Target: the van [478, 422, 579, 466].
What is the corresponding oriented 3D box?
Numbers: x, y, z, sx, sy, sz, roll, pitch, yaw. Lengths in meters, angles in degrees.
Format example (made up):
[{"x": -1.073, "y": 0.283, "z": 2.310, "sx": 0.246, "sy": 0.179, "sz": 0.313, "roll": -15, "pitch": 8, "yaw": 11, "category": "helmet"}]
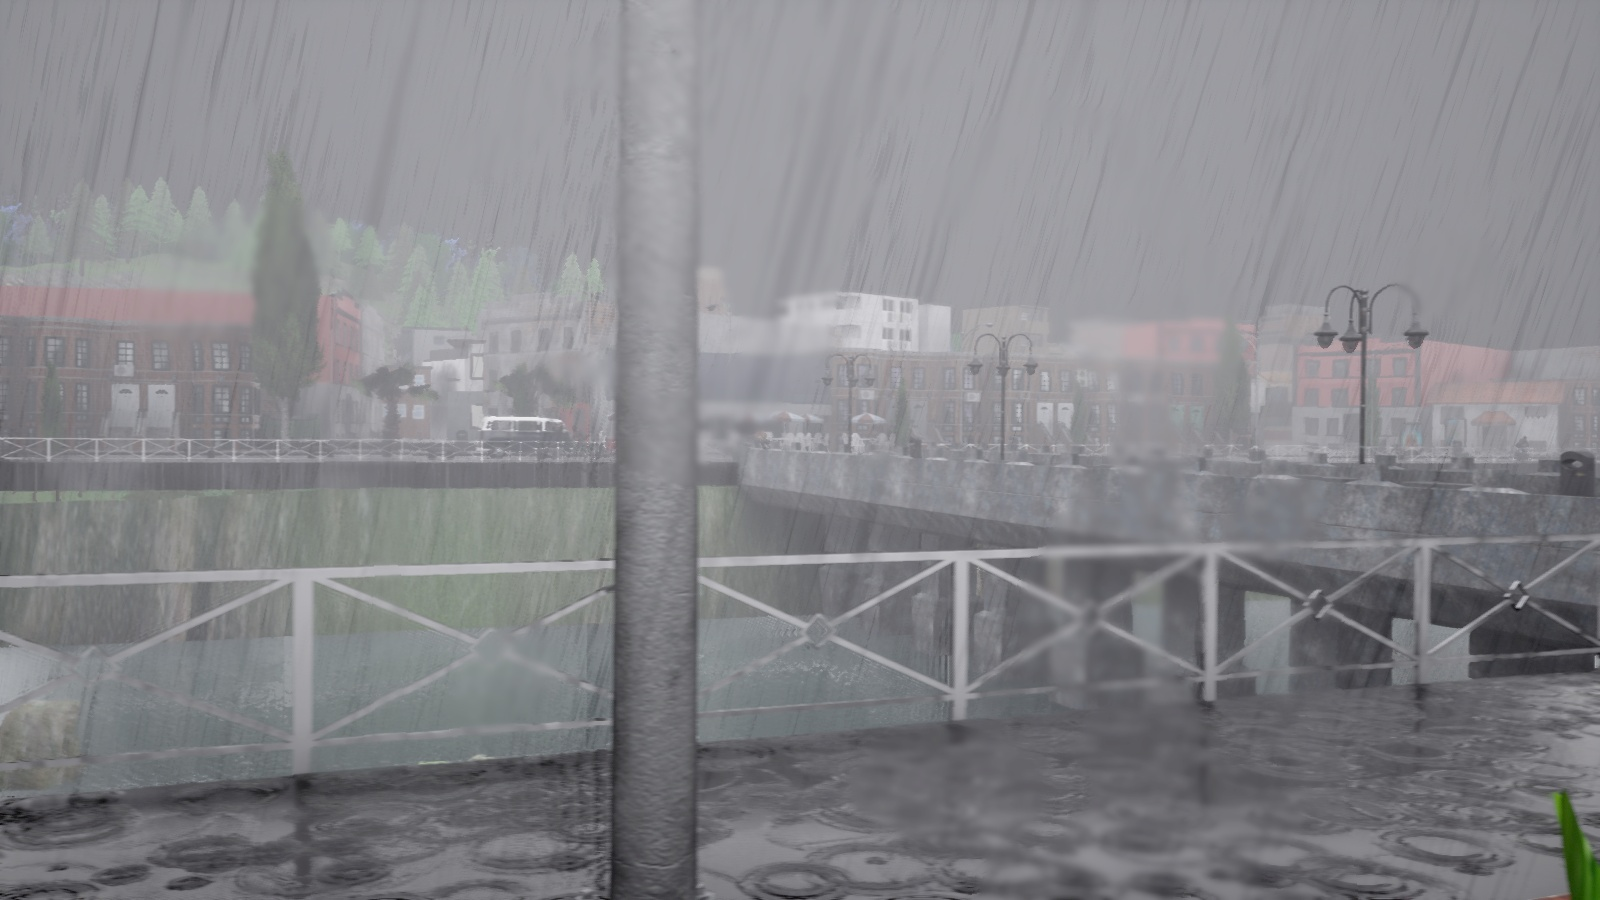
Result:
[{"x": -13.100, "y": -0.321, "z": 60.486, "sx": 4.480, "sy": 2.038, "sz": 2.069, "roll": -1, "pitch": 1, "yaw": -21, "category": "van"}]
